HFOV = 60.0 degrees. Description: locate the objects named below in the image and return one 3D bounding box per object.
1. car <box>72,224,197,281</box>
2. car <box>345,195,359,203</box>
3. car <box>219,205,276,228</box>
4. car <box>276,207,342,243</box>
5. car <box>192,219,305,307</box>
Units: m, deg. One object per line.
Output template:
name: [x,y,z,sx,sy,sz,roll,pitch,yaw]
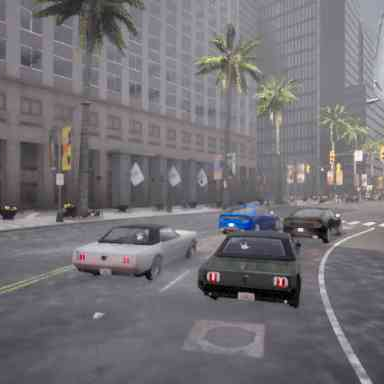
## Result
car: [-1.324,1.599,9.987,1.895,1.301,4.718,0,0,19]
car: [34.834,1.501,72.205,2.161,1.482,4.786,0,0,40]
car: [3.306,1.475,18.488,1.882,1.535,5.008,0,0,34]
car: [6.032,1.475,16.359,1.882,1.535,5.008,0,0,34]
car: [1.668,1.599,8.107,1.895,1.301,4.718,0,0,18]
